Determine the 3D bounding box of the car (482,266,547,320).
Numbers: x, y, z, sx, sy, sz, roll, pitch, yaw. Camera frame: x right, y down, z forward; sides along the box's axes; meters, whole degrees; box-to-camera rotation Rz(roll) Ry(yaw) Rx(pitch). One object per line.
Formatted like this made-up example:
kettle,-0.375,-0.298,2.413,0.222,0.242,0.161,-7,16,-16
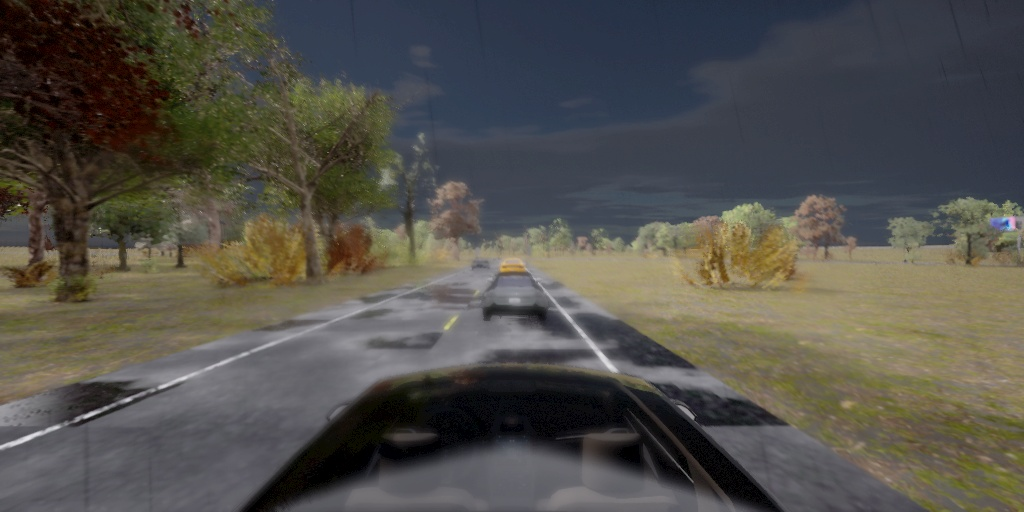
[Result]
car,0.085,1.212,12.195,1.994,1.385,4.181,0,1,0

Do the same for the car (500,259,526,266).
car,0.088,0.965,28.455,1.882,1.535,5.008,0,1,0

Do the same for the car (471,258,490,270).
car,-3.591,0.916,41.816,1.994,1.385,4.181,0,1,0
